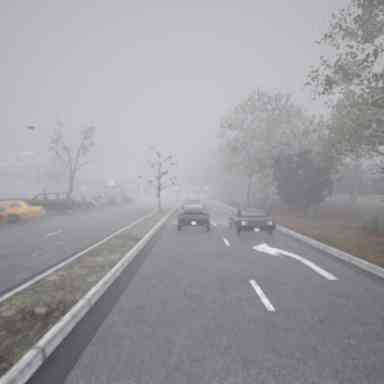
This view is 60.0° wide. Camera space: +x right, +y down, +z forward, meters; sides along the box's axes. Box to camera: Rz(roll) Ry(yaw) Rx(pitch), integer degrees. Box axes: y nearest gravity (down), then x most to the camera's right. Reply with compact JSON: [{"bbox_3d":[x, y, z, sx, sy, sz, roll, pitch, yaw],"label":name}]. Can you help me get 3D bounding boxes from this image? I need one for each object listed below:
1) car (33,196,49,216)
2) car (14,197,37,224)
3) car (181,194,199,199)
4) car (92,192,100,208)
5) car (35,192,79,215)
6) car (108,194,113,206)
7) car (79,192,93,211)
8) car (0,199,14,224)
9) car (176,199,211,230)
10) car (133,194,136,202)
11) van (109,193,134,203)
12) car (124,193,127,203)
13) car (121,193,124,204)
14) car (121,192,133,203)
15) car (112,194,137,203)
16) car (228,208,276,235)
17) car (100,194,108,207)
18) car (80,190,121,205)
[{"bbox_3d":[-13.991,1.362,25.136,5.366,1.575,1.946,-1,1,-20],"label":"car"},{"bbox_3d":[-13.645,1.369,22.270,5.366,1.575,1.946,-1,0,-20],"label":"car"},{"bbox_3d":[0.089,1.332,38.755,2.128,1.511,4.902,0,0,0],"label":"car"},{"bbox_3d":[-13.846,1.208,40.199,4.553,1.767,2.185,-1,0,-20],"label":"car"},{"bbox_3d":[-13.843,1.092,31.187,5.566,2.045,2.435,-1,0,-20],"label":"car"},{"bbox_3d":[-13.835,1.367,46.194,4.792,1.488,2.163,-1,0,-20],"label":"car"},{"bbox_3d":[-13.784,1.208,37.214,4.553,1.767,2.185,-1,0,-20],"label":"car"},{"bbox_3d":[-13.799,1.140,19.217,5.566,2.045,2.435,-1,0,-20],"label":"car"},{"bbox_3d":[0.094,1.398,20.223,1.837,1.490,4.892,0,0,0],"label":"car"},{"bbox_3d":[-13.739,1.110,61.248,5.566,2.045,2.435,-1,0,-20],"label":"car"},{"bbox_3d":[-13.625,1.140,64.284,4.442,1.987,1.878,-1,0,-19],"label":"van"},{"bbox_3d":[-13.789,1.391,55.215,4.674,1.452,2.002,-1,0,-20],"label":"car"},{"bbox_3d":[-13.977,1.346,52.147,5.366,1.575,1.946,-1,0,-20],"label":"car"},{"bbox_3d":[-13.810,1.105,58.211,5.566,2.045,2.435,-1,0,-20],"label":"car"},{"bbox_3d":[-13.651,1.246,67.262,4.553,1.767,2.185,-1,0,-19],"label":"car"},{"bbox_3d":[3.095,1.506,18.105,1.895,1.301,4.718,0,0,0],"label":"car"},{"bbox_3d":[-13.819,1.336,43.210,4.892,1.521,2.231,-1,0,-20],"label":"car"},{"bbox_3d":[-13.837,1.091,49.198,5.566,2.045,2.435,-1,0,-20],"label":"car"}]
